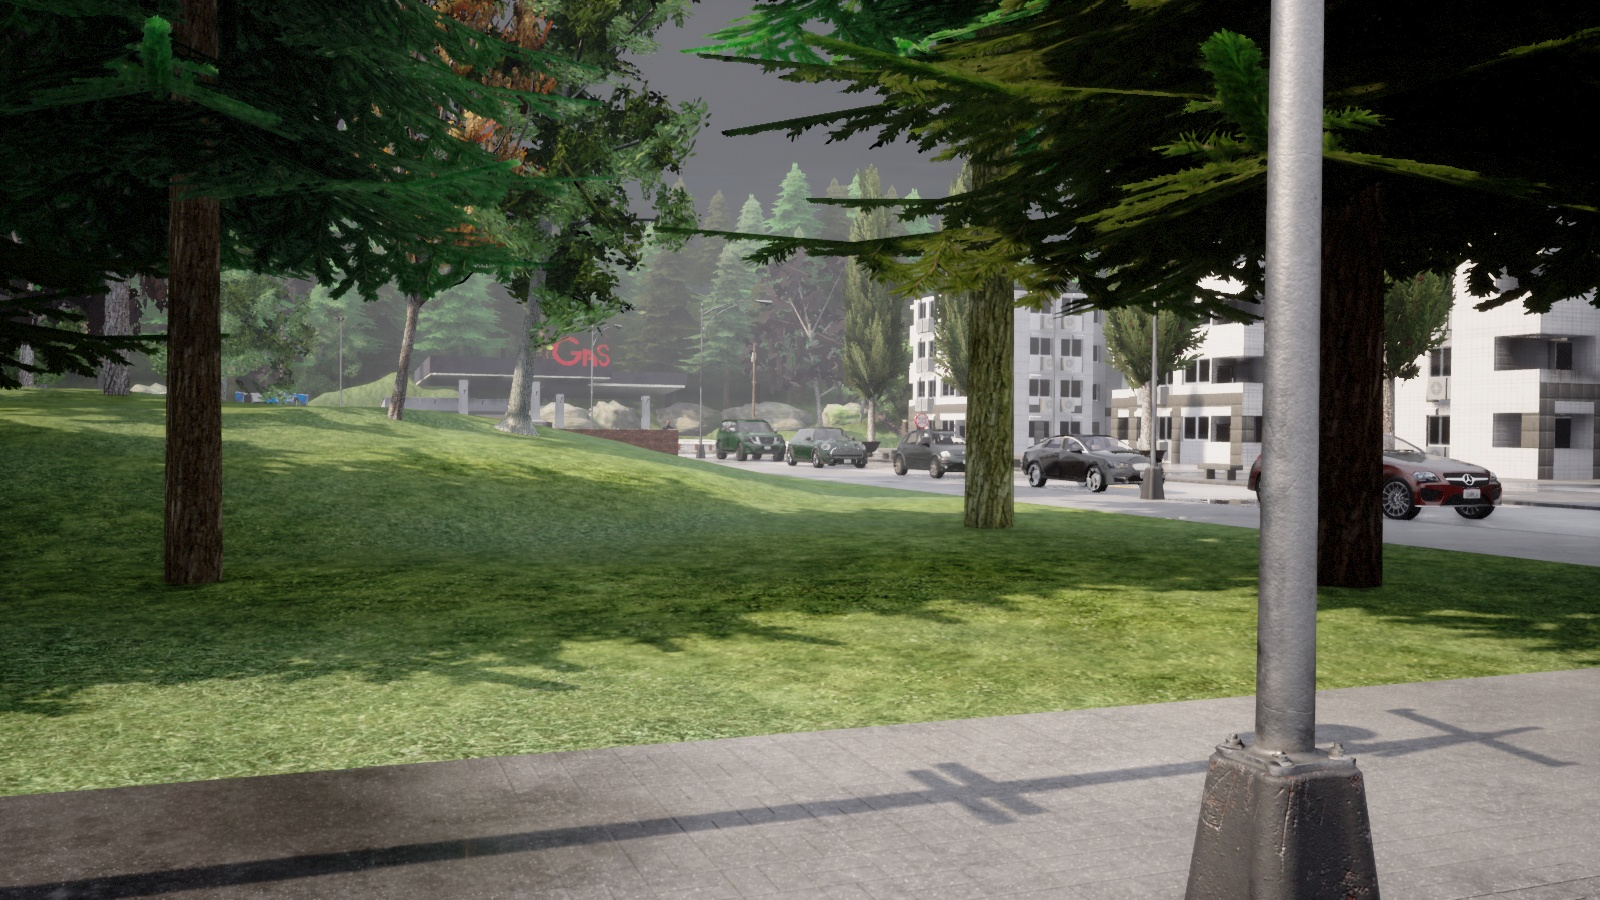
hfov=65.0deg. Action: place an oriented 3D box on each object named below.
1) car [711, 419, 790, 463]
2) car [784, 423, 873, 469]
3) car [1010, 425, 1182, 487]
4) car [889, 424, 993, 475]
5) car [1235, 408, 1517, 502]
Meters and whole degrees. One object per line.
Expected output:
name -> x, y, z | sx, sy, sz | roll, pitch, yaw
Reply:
car -> -2.471, -0.449, 61.061 | 2.150, 2.045, 5.566 | -1, 1, -20
car -> 1.100, -0.196, 51.647 | 2.097, 1.767, 4.553 | -1, 1, -21
car -> 7.847, 0.118, 33.881 | 2.128, 1.511, 4.902 | -1, 1, -21
car -> 4.681, -0.042, 42.217 | 1.851, 1.617, 3.988 | -1, 1, -21
car -> 11.236, 0.049, 24.984 | 2.152, 1.651, 5.027 | -1, 1, -21
